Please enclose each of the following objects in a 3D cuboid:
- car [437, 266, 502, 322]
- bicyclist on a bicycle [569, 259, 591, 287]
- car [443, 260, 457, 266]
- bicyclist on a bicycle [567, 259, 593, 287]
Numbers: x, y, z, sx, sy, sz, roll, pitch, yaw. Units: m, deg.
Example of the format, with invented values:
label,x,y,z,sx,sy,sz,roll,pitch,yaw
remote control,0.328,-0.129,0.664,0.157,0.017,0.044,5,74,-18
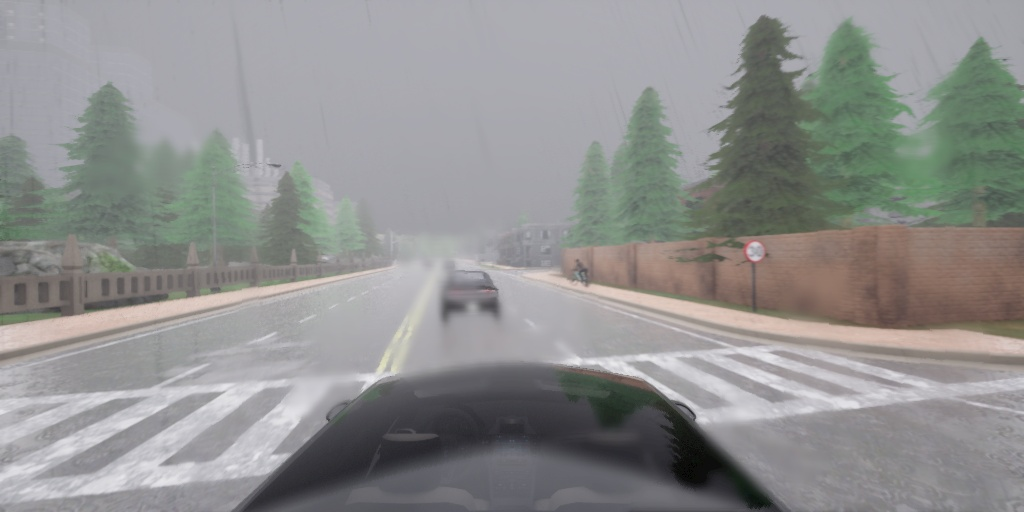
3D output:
label,x,y,z,sx,sy,sz,roll,pitch,yaw
car,-1.532,1.263,12.551,2.128,1.511,4.902,-1,0,-10
bicyclist on a bicycle,3.934,0.990,20.867,0.582,1.620,1.656,-1,0,-41
car,-8.890,1.366,51.725,2.128,1.511,4.902,-1,0,-11
bicyclist on a bicycle,4.119,0.987,21.835,0.582,1.620,1.656,-1,0,-34
